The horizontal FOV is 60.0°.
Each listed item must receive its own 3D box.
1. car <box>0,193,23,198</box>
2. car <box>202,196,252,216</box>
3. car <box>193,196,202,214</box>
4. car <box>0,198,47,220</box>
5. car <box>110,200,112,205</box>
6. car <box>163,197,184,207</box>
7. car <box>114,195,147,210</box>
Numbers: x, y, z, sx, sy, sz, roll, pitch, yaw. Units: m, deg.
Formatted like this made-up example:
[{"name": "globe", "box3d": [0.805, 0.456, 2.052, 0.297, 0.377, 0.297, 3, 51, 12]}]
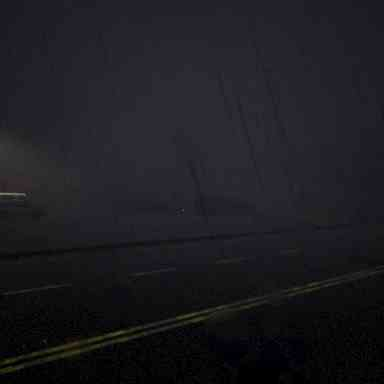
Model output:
[{"name": "car", "box3d": [-23.671, 1.193, 40.550, 4.605, 1.855, 1.932, 1, 0, -35]}, {"name": "car", "box3d": [3.614, 1.356, 32.306, 4.605, 1.855, 1.932, 1, 0, -35]}, {"name": "car", "box3d": [1.986, 1.359, 34.699, 3.866, 1.878, 1.905, 1, 0, -35]}, {"name": "car", "box3d": [-13.833, 1.435, 26.811, 3.806, 1.475, 1.970, 1, 0, -35]}, {"name": "car", "box3d": [-11.051, 1.599, 53.060, 3.806, 1.475, 1.970, 1, 0, -35]}, {"name": "car", "box3d": [-3.532, 1.855, 68.578, 1.837, 1.490, 4.892, 1, -1, -34]}, {"name": "car", "box3d": [-9.385, 1.360, 50.692, 3.866, 1.878, 1.905, 1, 0, -35]}]
